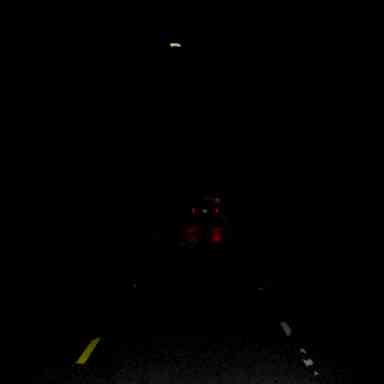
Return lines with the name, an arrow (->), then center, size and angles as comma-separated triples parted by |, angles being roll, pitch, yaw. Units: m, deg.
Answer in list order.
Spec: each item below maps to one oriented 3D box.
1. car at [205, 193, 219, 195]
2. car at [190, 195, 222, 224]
car -> 2.610, 1.134, 42.549 | 2.150, 2.045, 5.566 | 0, 0, 6
car -> 1.005, 1.315, 24.547 | 2.097, 1.767, 4.553 | 0, 0, 4
